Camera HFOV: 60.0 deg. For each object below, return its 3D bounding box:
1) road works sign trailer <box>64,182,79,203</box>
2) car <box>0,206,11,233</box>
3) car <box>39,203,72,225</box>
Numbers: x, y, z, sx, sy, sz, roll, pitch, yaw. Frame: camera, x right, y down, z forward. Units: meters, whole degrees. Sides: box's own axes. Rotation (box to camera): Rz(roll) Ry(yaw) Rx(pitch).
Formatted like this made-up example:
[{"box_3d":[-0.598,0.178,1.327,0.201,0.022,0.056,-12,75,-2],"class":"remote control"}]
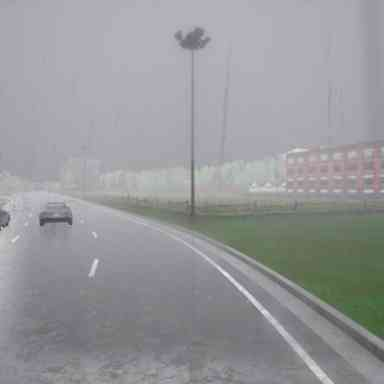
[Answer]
[{"box_3d":[-20.479,0.064,56.317,2.380,3.560,2.880,0,0,-24],"class":"road works sign trailer"},{"box_3d":[-11.209,1.421,18.185,2.033,1.411,5.357,0,0,-22],"class":"car"},{"box_3d":[-9.235,1.404,22.553,1.994,1.385,4.181,0,0,-23],"class":"car"}]
